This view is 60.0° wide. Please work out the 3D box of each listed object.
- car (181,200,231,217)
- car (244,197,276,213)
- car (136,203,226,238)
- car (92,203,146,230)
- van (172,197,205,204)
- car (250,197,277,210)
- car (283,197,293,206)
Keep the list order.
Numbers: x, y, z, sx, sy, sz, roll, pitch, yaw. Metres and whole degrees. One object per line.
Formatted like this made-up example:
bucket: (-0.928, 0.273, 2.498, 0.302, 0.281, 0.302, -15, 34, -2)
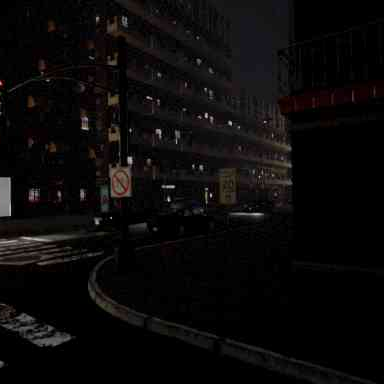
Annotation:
car: (1.451, 1.574, 28.583, 1.895, 1.301, 4.718, -1, -1, 36)
car: (7.510, 1.478, 36.984, 1.812, 1.442, 4.674, -1, -1, 36)
car: (-0.391, 1.435, 16.756, 2.008, 1.369, 4.403, -1, -1, 36)
car: (-4.018, 1.487, 21.006, 2.128, 1.511, 4.902, -1, -1, 35)
van: (-0.282, 1.365, 30.401, 1.690, 1.788, 3.998, -1, -1, 36)
car: (9.483, 1.431, 43.964, 1.967, 1.590, 4.097, -1, -1, 36)
car: (15.894, 1.496, 52.867, 1.752, 1.417, 4.829, -1, -1, 36)
